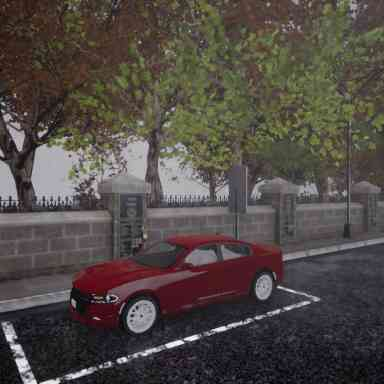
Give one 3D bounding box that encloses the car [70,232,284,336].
[{"bbox_3d":[-0.077,1.545,6.663,4.507,1.381,1.887,0,0,-36],"label":"car"}]
